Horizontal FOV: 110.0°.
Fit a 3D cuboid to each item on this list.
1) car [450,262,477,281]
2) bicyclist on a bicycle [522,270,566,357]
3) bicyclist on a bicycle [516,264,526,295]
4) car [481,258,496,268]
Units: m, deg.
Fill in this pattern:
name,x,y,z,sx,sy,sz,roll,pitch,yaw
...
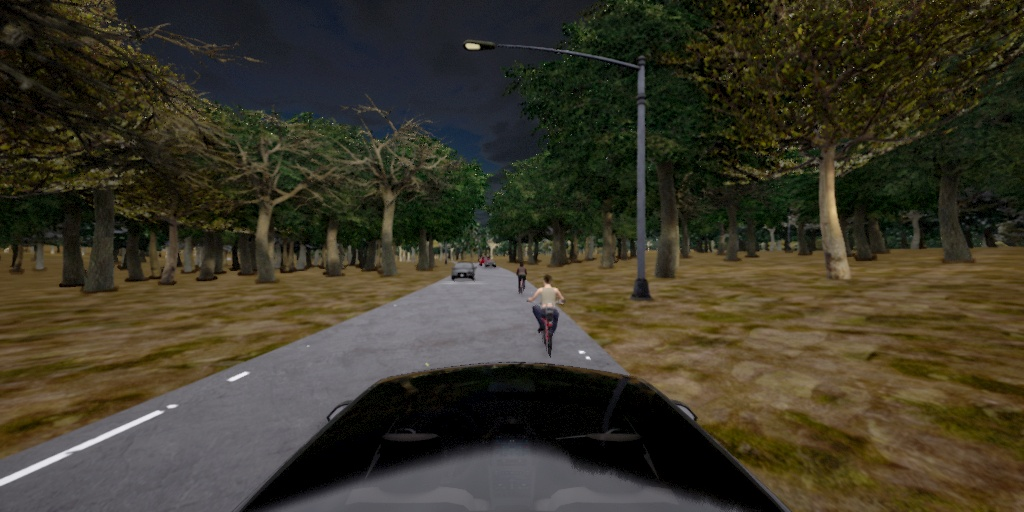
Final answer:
name,x,y,z,sx,sy,sz,roll,pitch,yaw
car,-4.022,1.268,30.192,1.837,1.490,4.892,0,0,-4
bicyclist on a bicycle,0.737,1.189,7.584,0.866,1.612,1.509,0,-1,-1
bicyclist on a bicycle,0.493,1.211,18.093,0.582,1.620,1.656,0,0,-2
car,-3.884,1.405,63.146,1.895,1.301,4.718,0,0,-7
